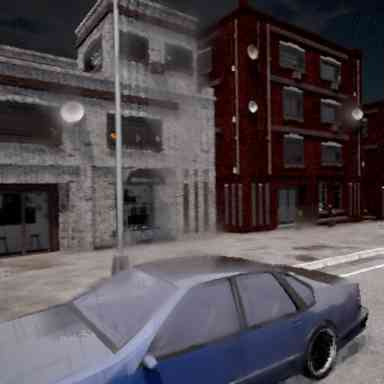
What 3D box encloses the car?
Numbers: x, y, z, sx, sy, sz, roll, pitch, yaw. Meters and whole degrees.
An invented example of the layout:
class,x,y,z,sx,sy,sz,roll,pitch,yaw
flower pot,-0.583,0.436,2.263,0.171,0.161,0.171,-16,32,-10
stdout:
class,x,y,z,sx,sy,sz,roll,pitch,yaw
car,-0.035,1.548,3.936,5.357,1.411,2.033,0,0,-35
